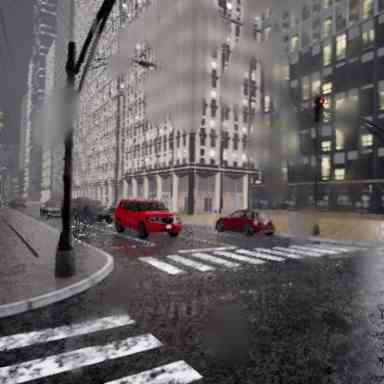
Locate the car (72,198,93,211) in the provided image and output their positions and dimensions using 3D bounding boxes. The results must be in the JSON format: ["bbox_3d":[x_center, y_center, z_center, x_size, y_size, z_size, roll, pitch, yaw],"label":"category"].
[{"bbox_3d":[-18.959,2.098,57.253,2.150,2.045,5.566,2,-2,-32],"label":"car"}]

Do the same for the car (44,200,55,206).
[{"bbox_3d":[-35.706,2.772,83.216,1.802,1.307,4.206,2,-2,-32],"label":"car"}]

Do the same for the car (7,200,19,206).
[{"bbox_3d":[-39.812,2.414,73.989,2.008,1.369,4.403,2,-2,-32],"label":"car"}]

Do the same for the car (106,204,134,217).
[{"bbox_3d":[-8.744,2.198,40.122,2.008,1.369,4.403,2,-2,-32],"label":"car"}]

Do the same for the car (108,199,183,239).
[{"bbox_3d":[-2.726,1.475,19.552,2.150,2.045,5.566,2,-2,-34],"label":"car"}]

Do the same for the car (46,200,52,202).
[{"bbox_3d":[-24.426,2.381,60.341,2.033,1.411,5.357,2,-2,-34],"label":"car"}]

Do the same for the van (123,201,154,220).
[{"bbox_3d":[-5.744,1.931,35.339,1.690,1.788,3.998,2,-2,-32],"label":"van"}]

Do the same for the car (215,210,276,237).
[{"bbox_3d":[3.241,1.858,20.971,1.967,1.590,4.097,2,-2,-32],"label":"car"}]

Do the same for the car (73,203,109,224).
[{"bbox_3d":[-8.341,1.909,28.569,2.033,1.411,5.357,2,-2,-32],"label":"car"}]

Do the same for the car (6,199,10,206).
[{"bbox_3d":[-36.817,2.367,69.201,1.947,1.339,4.313,2,-2,-32],"label":"car"}]

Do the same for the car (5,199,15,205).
[{"bbox_3d":[-45.713,2.512,83.422,1.752,1.417,4.829,2,-2,-32],"label":"car"}]

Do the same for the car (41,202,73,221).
[{"bbox_3d":[-12.851,1.875,30.894,2.008,1.369,4.403,2,-2,-32],"label":"car"}]

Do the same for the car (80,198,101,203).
[{"bbox_3d":[-15.212,2.148,51.269,2.097,1.767,4.553,2,-2,-32],"label":"car"}]

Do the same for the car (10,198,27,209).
[{"bbox_3d":[-30.820,1.995,59.630,2.192,1.841,5.009,2,-2,-32],"label":"car"}]

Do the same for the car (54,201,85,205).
[{"bbox_3d":[-13.857,2.033,37.407,1.994,1.385,4.181,2,-2,-32],"label":"car"}]

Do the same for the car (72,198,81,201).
[{"bbox_3d":[-19.435,2.085,52.332,2.097,1.767,4.553,2,-2,-32],"label":"car"}]
